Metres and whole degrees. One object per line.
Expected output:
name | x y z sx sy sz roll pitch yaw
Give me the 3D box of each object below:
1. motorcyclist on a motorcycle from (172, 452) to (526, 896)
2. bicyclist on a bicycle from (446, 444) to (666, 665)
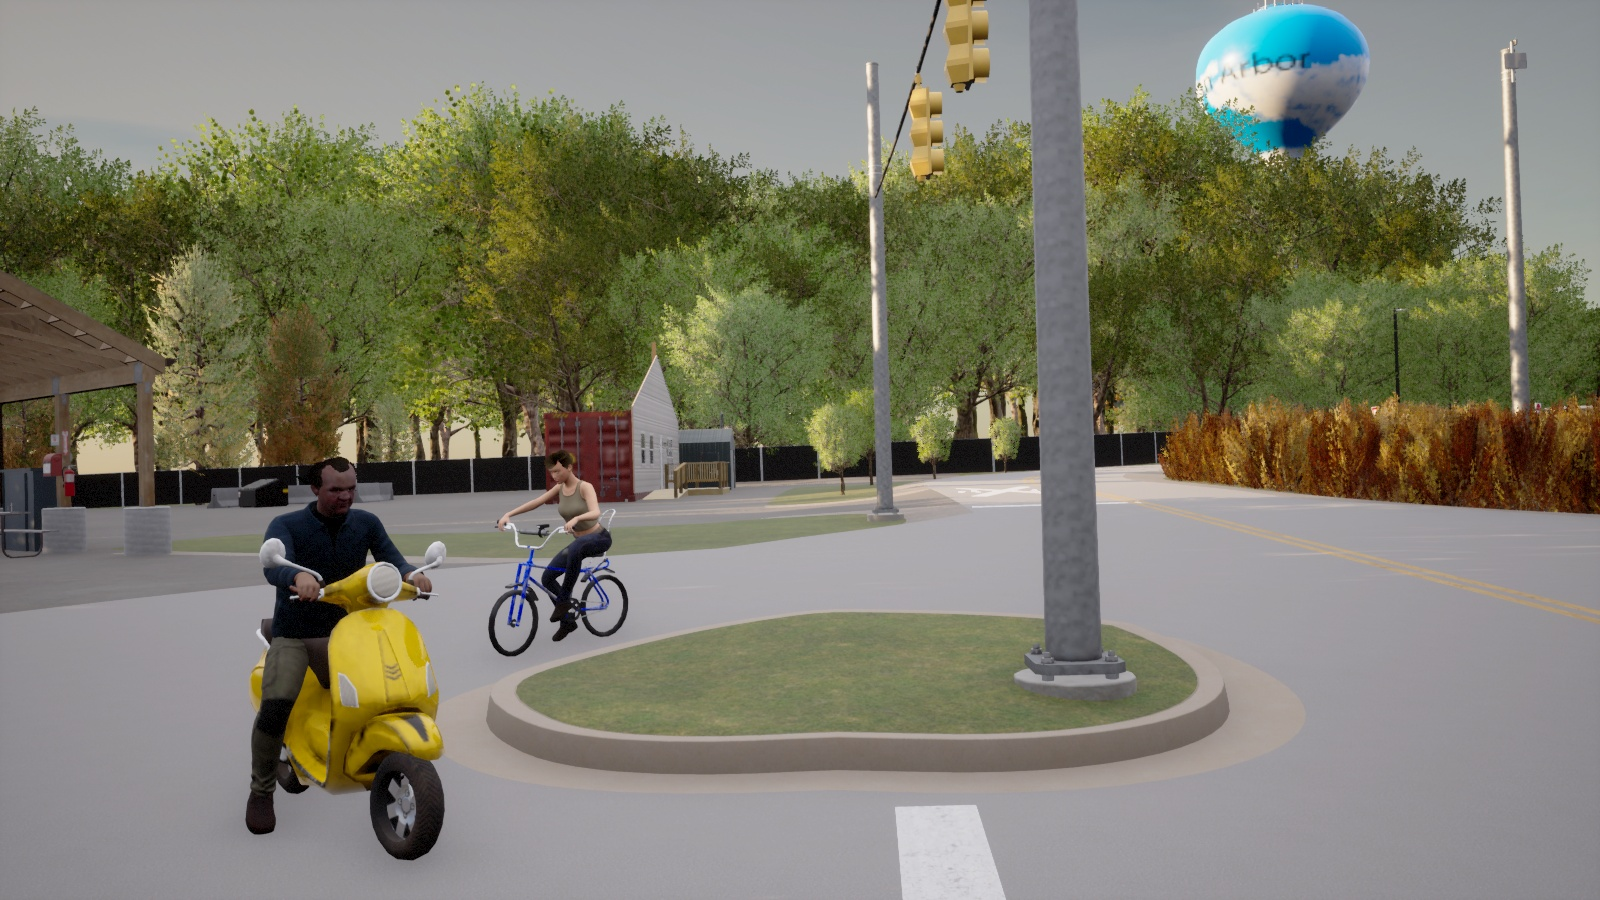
motorcyclist on a motorcycle | -2.027 0.809 5.480 0.866 1.590 1.817 0 0 -40
bicyclist on a bicycle | -1.978 0.794 10.330 0.866 1.612 1.509 -1 2 39
